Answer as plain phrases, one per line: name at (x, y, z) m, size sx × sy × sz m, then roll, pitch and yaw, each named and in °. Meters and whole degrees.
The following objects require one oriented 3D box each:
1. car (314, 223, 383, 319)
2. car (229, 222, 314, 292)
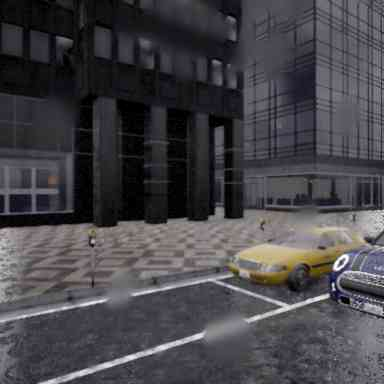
car at (4.854, 1.349, 6.828) m, size 4.553 × 1.767 × 2.097 m, roll 0°, pitch 0°, yaw -35°
car at (3.148, 1.523, 8.901) m, size 4.829 × 1.417 × 1.752 m, roll 0°, pitch 0°, yaw -36°
